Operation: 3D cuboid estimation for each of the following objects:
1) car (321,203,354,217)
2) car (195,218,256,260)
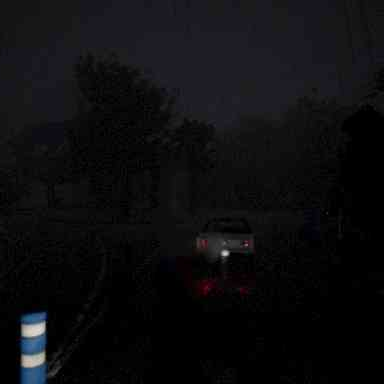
[{"bbox_3d":[15.219,1.744,32.670,4.718,1.301,1.895,0,0,-16],"label":"car"},{"bbox_3d":[1.365,1.603,12.407,1.895,1.301,4.718,0,0,9],"label":"car"}]
